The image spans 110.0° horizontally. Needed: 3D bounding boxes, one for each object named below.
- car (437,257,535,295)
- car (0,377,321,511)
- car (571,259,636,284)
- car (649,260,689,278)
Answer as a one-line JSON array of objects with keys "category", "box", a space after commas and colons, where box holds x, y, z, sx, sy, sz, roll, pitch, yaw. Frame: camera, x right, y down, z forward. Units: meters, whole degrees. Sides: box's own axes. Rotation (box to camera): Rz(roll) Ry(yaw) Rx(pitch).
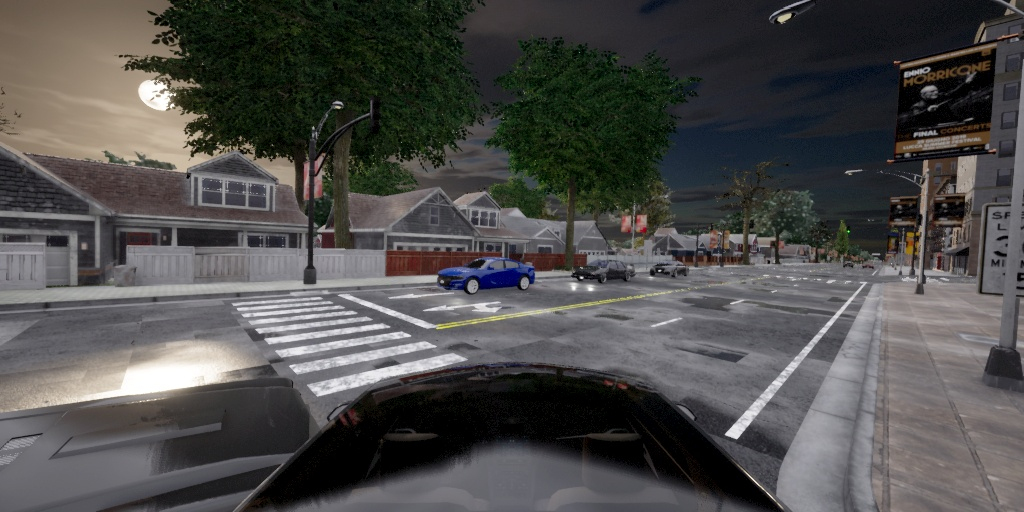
[{"category": "car", "box": [-1.066, 0.802, 16.509, 5.008, 1.535, 1.882, 0, 2, -44]}, {"category": "car", "box": [-3.315, 1.284, 1.331, 4.718, 1.301, 1.895, 1, 2, -34]}, {"category": "car", "box": [6.124, 0.936, 23.403, 5.357, 1.411, 2.033, 0, 2, -44]}, {"category": "car", "box": [13.346, 1.020, 30.300, 4.181, 1.385, 1.994, 1, 2, -44]}]
